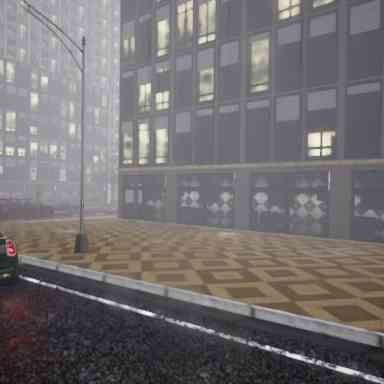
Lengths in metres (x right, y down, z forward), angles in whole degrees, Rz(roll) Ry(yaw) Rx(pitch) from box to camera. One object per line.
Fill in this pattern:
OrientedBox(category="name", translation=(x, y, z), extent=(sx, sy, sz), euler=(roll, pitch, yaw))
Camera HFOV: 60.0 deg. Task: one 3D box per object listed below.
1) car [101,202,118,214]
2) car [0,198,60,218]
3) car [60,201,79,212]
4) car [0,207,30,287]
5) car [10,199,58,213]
OrientedBox(category="car", translation=(-8.417, 1.796, 39.444), extent=(1.752, 1.417, 4.829), euler=(1, 0, 36))
OrientedBox(category="car", translation=(-15.200, 1.485, 30.221), extent=(2.192, 1.841, 5.009), euler=(1, 0, 36))
OrientedBox(category="car", translation=(-15.839, 1.730, 39.116), extent=(1.895, 1.301, 4.718), euler=(1, 0, 36))
OrientedBox(category="car", translation=(-6.237, 1.337, 8.106), extent=(4.553, 1.767, 2.097), euler=(0, 0, 35))
OrientedBox(category="car", translation=(-18.713, 1.599, 39.590), extent=(1.752, 1.417, 4.829), euler=(1, 0, 36))
